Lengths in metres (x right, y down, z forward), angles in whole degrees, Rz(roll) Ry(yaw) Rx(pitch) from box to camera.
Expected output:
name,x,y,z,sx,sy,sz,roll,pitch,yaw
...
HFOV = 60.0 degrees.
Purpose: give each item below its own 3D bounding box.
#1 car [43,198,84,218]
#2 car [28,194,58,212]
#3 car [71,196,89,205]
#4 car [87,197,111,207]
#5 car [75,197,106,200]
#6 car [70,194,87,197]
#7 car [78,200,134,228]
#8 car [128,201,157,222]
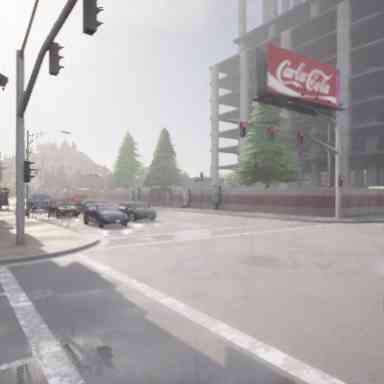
name,x,y,z,sx,sy,sz,roll,pitch,yaw
car,-12.052,1.576,31.103,2.033,1.411,5.357,0,0,-36
car,-18.083,1.257,39.548,2.150,2.045,5.566,0,0,-35
car,-20.736,1.530,61.432,1.882,1.535,5.008,0,0,-36
car,-14.975,1.591,53.474,2.033,1.411,5.357,0,0,-35
car,-10.454,1.535,34.890,1.837,1.490,4.892,0,0,-35
car,-17.749,1.266,51.338,2.150,2.045,5.566,0,0,-35
car,-5.934,1.544,22.556,1.812,1.442,4.674,0,0,-35
car,-4.572,1.524,26.671,1.837,1.490,4.892,0,0,-36
